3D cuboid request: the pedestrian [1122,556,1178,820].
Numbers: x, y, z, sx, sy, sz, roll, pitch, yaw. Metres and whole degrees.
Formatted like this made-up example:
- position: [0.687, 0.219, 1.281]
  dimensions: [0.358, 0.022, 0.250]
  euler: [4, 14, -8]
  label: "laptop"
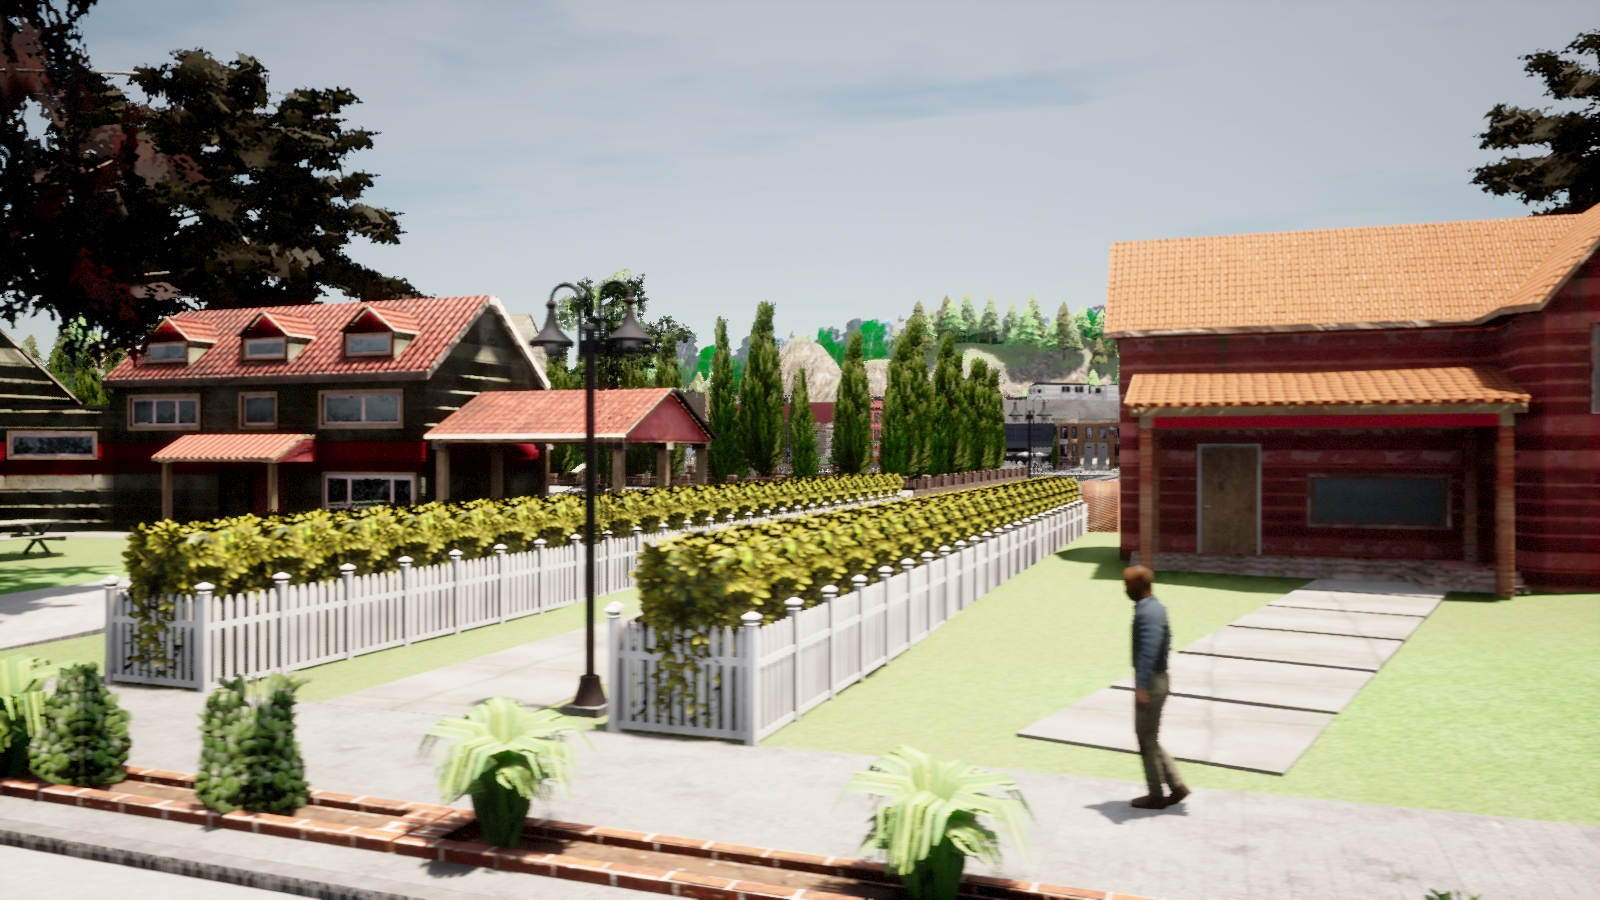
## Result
- position: [2.607, 1.743, 8.502]
  dimensions: [0.375, 1.860, 0.375]
  euler: [0, 0, 20]
  label: "pedestrian"
